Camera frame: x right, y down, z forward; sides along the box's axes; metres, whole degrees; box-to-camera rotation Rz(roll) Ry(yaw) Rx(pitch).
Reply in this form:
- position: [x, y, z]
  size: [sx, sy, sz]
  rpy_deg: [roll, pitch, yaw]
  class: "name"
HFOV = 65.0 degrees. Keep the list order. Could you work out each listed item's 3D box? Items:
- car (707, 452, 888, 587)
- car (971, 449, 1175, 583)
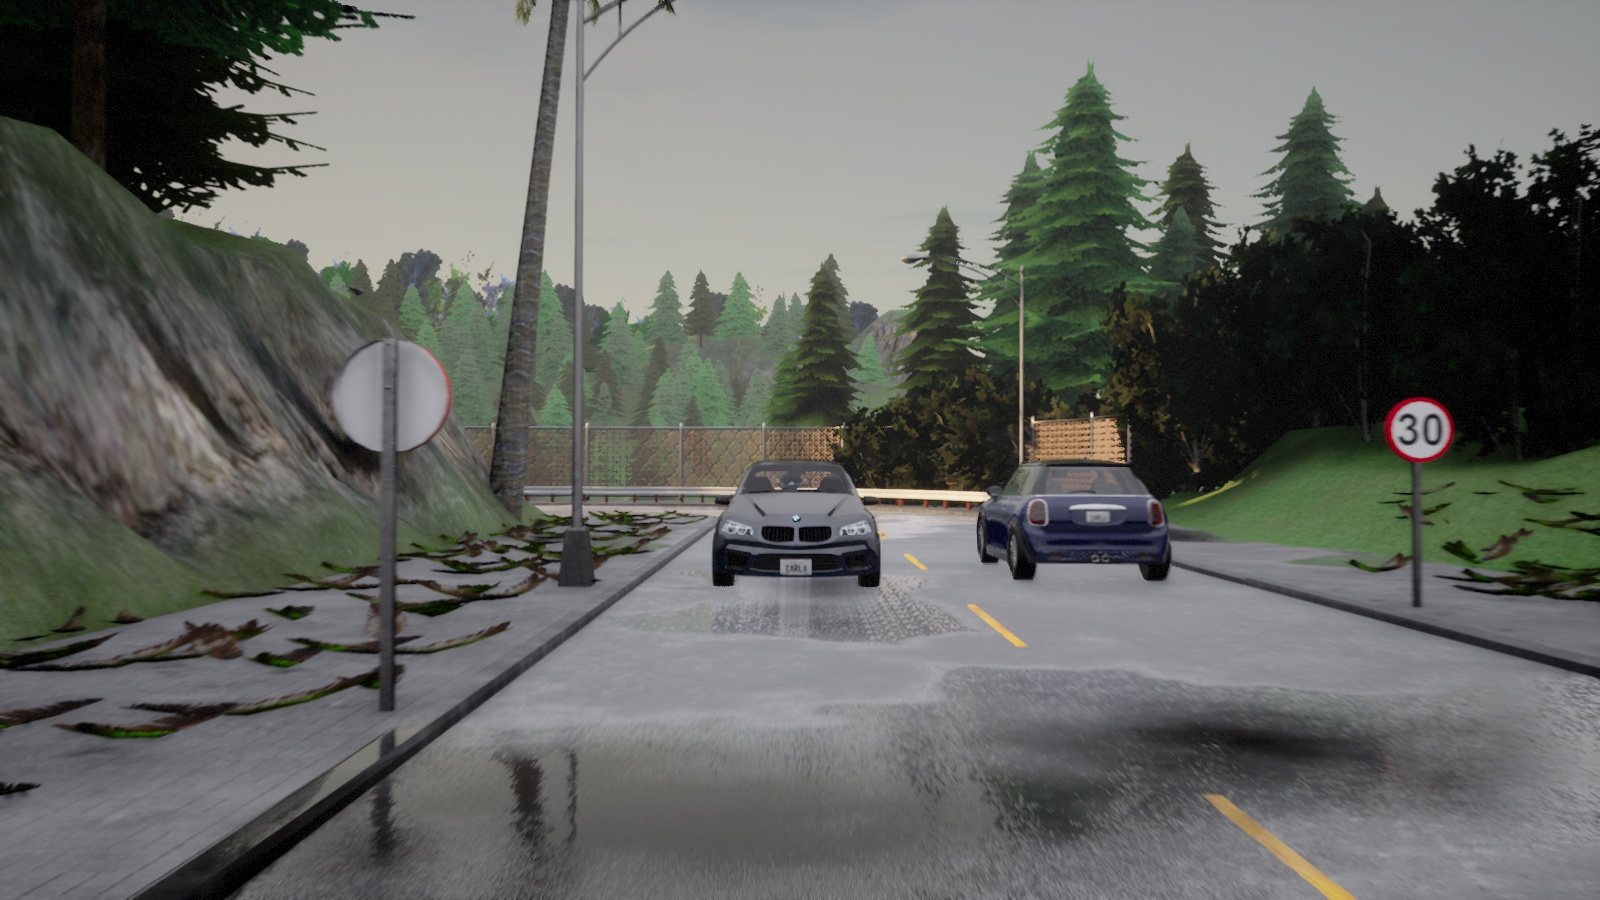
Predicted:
- position: [-0.041, 0.898, 17.903]
  size: [2.242, 1.667, 4.611]
  rpy_deg: [0, -1, 0]
  class: "car"
- position: [3.955, 0.912, 19.048]
  size: [2.097, 1.767, 4.553]
  rpy_deg: [0, -1, 0]
  class: "car"
